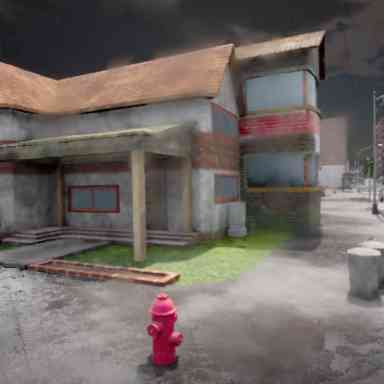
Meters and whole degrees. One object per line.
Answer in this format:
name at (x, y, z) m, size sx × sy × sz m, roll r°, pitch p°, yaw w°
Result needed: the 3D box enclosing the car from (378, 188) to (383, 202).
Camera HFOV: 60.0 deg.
car at (20.436, 0.225, 34.505) m, size 2.033 × 1.411 × 5.357 m, roll 0°, pitch 2°, yaw 26°
